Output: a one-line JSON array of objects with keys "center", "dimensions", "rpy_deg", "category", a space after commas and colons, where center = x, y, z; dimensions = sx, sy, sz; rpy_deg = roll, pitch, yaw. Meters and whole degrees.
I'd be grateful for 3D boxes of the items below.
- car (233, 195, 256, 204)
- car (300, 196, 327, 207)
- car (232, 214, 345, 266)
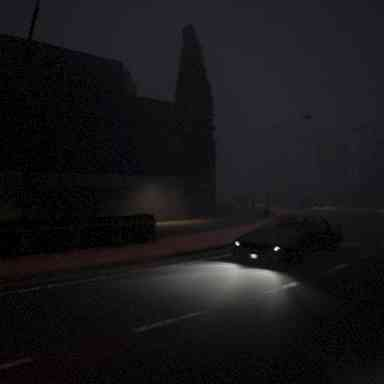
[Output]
[{"center": [9.259, 1.364, 58.596], "dimensions": [1.837, 1.490, 4.892], "rpy_deg": [0, 0, -30], "category": "car"}, {"center": [17.080, 1.362, 47.077], "dimensions": [1.837, 1.490, 4.892], "rpy_deg": [0, 0, -11], "category": "car"}, {"center": [3.682, 1.513, 11.821], "dimensions": [2.033, 1.411, 5.357], "rpy_deg": [0, 0, 44], "category": "car"}]
